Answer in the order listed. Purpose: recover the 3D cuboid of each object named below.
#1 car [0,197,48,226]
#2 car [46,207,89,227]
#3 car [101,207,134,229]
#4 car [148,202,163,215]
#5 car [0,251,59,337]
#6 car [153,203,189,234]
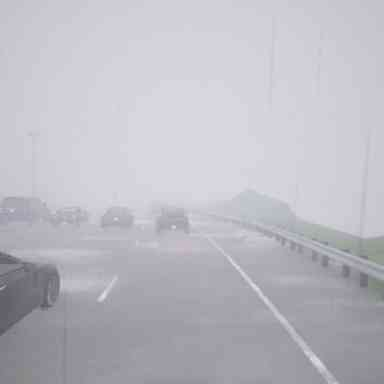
[{"bbox_3d":[-12.429,1.383,24.961,2.150,2.045,5.566,0,0,-8],"label":"car"},{"bbox_3d":[-8.803,1.757,24.356,1.895,1.301,4.718,0,0,-8],"label":"car"},{"bbox_3d":[-5.161,1.713,23.282,1.994,1.385,4.181,0,0,-7],"label":"car"},{"bbox_3d":[-3.806,1.779,36.584,2.033,1.411,5.357,0,0,-11],"label":"car"},{"bbox_3d":[-3.603,1.559,5.018,1.812,1.442,4.674,0,0,-2],"label":"car"},{"bbox_3d":[-1.267,1.633,20.361,1.837,1.490,4.892,0,-1,-6],"label":"car"}]
